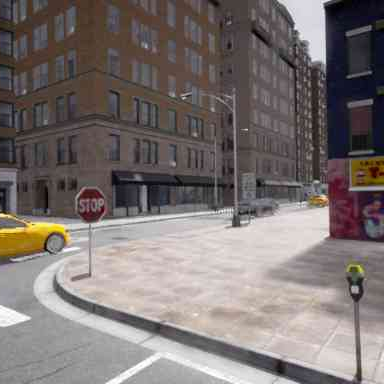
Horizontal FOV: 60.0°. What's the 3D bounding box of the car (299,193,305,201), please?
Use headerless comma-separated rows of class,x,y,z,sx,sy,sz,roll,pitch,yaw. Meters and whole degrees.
car,16.874,0.808,47.855,1.837,1.490,4.892,-1,-1,36

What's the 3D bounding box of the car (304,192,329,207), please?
car,16.292,1.103,42.155,1.882,1.535,5.008,-1,0,36

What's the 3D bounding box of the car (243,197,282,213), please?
car,7.478,1.296,34.937,2.033,1.411,5.357,-1,0,36

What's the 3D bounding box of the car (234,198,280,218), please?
car,5.147,1.241,26.651,2.128,1.511,4.902,-1,0,36

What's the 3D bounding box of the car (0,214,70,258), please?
car,-6.377,1.412,10.586,1.882,1.535,5.008,-1,1,36
